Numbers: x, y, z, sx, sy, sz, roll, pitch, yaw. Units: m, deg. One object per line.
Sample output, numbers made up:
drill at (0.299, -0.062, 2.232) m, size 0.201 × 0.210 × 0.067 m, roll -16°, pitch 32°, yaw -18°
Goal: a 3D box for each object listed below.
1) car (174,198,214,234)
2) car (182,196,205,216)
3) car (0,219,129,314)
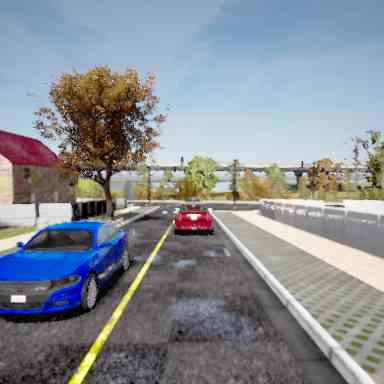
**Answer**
car at (0.101, 1.339, 19.286) m, size 2.097 × 1.767 × 4.553 m, roll 0°, pitch 0°, yaw 0°
car at (0.144, 1.339, 32.958) m, size 2.097 × 1.767 × 4.553 m, roll 0°, pitch 0°, yaw 1°
car at (-2.793, 1.469, 7.890) m, size 1.882 × 1.535 × 5.008 m, roll 0°, pitch 0°, yaw 1°
